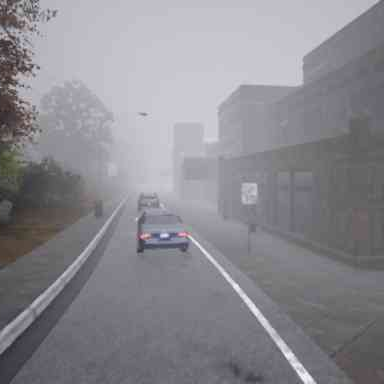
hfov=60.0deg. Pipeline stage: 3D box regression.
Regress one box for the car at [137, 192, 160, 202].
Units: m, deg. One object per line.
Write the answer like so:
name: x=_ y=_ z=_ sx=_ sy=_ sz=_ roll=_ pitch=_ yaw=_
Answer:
car: x=-3.917 y=0.749 z=30.077 sx=2.128 sy=1.511 sz=4.902 roll=-1 pitch=2 yaw=-9

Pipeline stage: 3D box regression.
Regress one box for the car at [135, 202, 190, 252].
car: x=-1.260 y=1.390 z=13.212 sx=2.033 sy=1.411 sz=5.357 roll=-1 pitch=1 yaw=-8
